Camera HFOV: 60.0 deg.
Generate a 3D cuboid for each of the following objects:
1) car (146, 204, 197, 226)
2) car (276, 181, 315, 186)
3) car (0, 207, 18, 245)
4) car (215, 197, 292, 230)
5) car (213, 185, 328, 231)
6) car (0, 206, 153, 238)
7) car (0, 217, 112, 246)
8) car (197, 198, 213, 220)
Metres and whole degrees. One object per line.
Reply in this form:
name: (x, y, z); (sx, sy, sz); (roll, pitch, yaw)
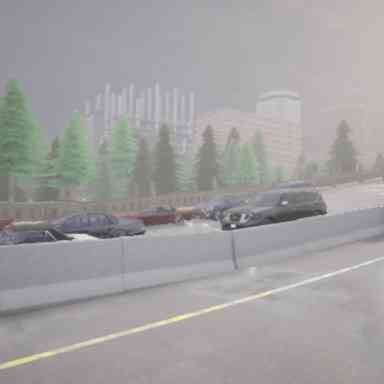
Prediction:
car: (-2.355, 1.425, 19.456); (4.718, 1.301, 1.895); (-3, 2, -35)
car: (7.766, 0.250, 26.553); (5.566, 2.045, 2.150); (-6, 4, -34)
car: (-10.204, 1.469, 13.887); (5.008, 1.535, 1.882); (0, 0, -35)
car: (3.656, 1.151, 19.393); (4.181, 1.385, 1.994); (-4, 2, -34)
car: (3.958, 0.919, 15.331); (5.566, 2.045, 2.150); (-3, 2, -35)
car: (-4.555, 1.508, 13.588); (5.357, 1.411, 2.033); (-1, 1, -35)
car: (-4.883, 1.590, 9.077); (4.718, 1.301, 1.895); (0, 0, -35)
car: (2.193, 0.901, 22.576); (4.553, 1.767, 2.097); (-4, 2, -35)
